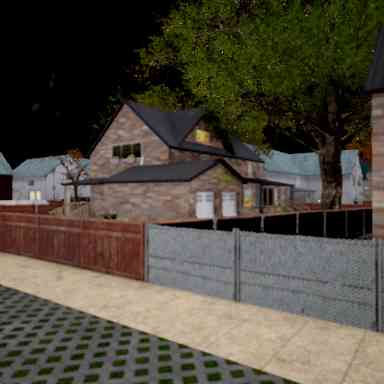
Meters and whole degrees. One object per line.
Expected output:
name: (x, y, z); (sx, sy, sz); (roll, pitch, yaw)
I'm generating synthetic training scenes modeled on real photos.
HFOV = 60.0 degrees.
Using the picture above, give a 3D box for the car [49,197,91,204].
car: (-13.630, 1.545, 37.418); (2.150, 2.045, 5.566); (0, -1, 37)
